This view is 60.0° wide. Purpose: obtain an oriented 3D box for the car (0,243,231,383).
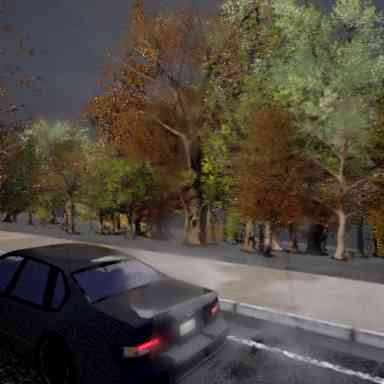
[{"bbox_3d":[-2.079,1.545,5.161,5.357,1.411,2.033,0,0,36],"label":"car"}]
